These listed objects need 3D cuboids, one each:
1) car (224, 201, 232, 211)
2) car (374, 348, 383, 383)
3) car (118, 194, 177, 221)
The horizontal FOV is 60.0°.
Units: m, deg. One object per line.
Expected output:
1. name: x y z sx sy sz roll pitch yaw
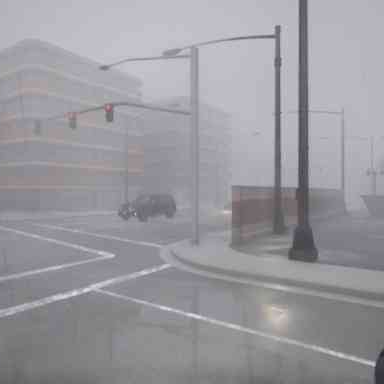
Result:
1. car: 5.551 1.556 40.537 1.994 1.385 4.181 0 0 35
2. car: 3.589 1.478 1.414 5.008 1.535 1.882 0 0 36
3. car: -3.519 1.215 27.379 2.150 2.045 5.566 0 0 35
